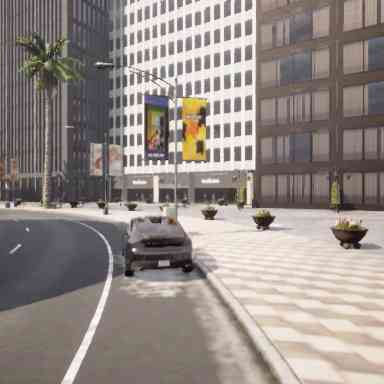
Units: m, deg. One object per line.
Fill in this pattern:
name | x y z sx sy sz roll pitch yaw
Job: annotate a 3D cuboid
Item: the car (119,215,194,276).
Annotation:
car | -1.230 1.491 10.445 1.837 1.490 4.892 0 0 -13
